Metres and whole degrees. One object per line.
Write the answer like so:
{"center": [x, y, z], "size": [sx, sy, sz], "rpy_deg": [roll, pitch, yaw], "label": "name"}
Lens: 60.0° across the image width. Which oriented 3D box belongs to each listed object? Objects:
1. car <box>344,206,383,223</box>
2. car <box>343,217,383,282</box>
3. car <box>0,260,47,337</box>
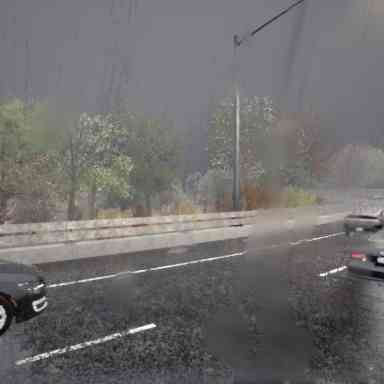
{"center": [9.349, 1.490, 16.938], "size": [2.128, 1.511, 4.902], "rpy_deg": [0, 0, 44], "label": "car"}
{"center": [6.083, 1.546, 8.916], "size": [5.357, 1.411, 2.033], "rpy_deg": [0, 0, -41], "label": "car"}
{"center": [-4.753, 1.505, 4.801], "size": [4.892, 1.490, 1.837], "rpy_deg": [0, 0, -35], "label": "car"}
